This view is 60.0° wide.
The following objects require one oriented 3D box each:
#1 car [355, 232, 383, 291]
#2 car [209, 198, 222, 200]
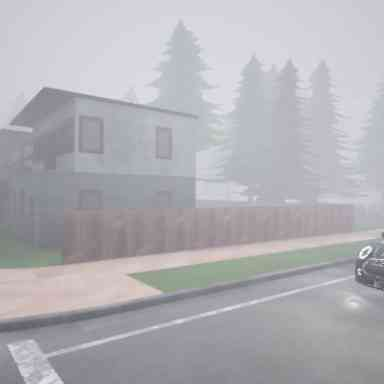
[{"bbox_3d":[6.096,1.448,8.338,4.553,1.767,2.097,1,0,-35],"label":"car"},{"bbox_3d":[5.926,2.063,82.492,4.674,1.442,1.812,0,0,38],"label":"car"}]
